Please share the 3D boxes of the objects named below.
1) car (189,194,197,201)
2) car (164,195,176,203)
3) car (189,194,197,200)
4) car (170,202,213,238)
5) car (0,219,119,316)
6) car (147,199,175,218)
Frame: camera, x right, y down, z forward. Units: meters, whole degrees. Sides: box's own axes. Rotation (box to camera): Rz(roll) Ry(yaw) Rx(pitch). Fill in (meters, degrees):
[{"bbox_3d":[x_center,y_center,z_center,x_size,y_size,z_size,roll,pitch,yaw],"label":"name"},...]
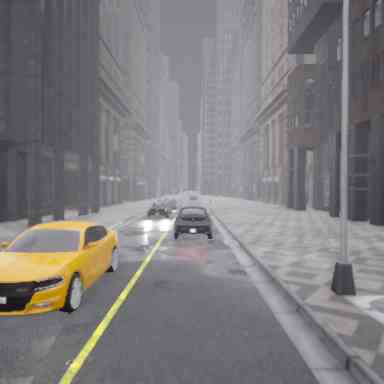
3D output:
[{"bbox_3d":[0.310,1.382,81.004,1.882,1.535,5.008,0,0,0],"label":"car"},{"bbox_3d":[-2.843,1.500,42.204,2.033,1.411,5.357,0,0,0],"label":"car"},{"bbox_3d":[0.350,1.321,91.425,2.033,1.411,5.357,0,0,0],"label":"car"},{"bbox_3d":[0.061,1.501,17.585,1.837,1.490,4.892,0,0,0],"label":"car"},{"bbox_3d":[-3.075,1.461,7.823,1.882,1.535,5.008,0,0,0],"label":"car"},{"bbox_3d":[-2.894,1.566,30.082,1.895,1.301,4.718,0,0,0],"label":"car"}]
